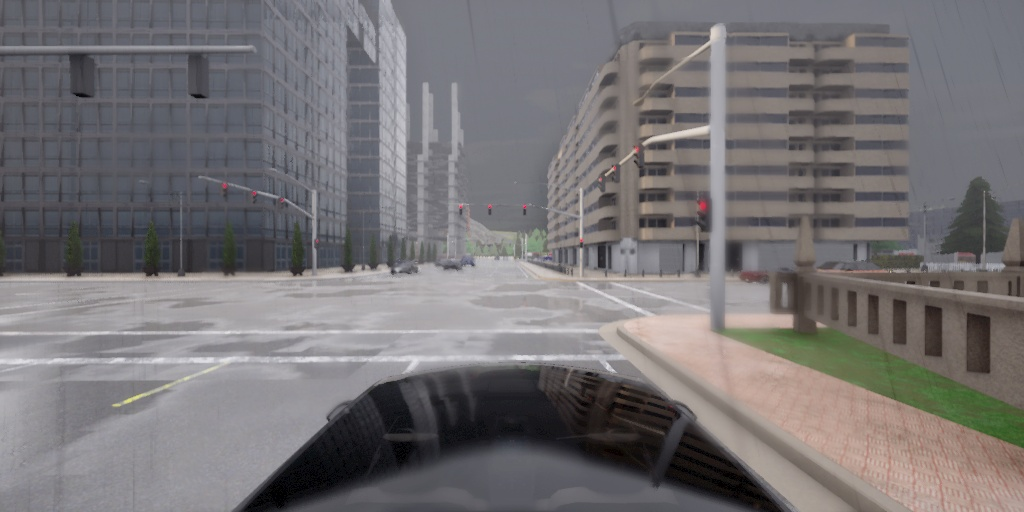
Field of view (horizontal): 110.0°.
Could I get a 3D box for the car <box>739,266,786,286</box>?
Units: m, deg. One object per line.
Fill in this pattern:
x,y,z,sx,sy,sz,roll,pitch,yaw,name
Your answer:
18.621,1.364,25.051,4.718,1.301,1.895,0,0,-1,car

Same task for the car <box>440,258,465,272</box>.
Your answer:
-7.540,1.275,45.856,1.895,1.301,4.718,0,0,0,car

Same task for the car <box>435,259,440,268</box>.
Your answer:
-11.085,1.162,57.570,1.837,1.490,4.892,0,0,-1,car

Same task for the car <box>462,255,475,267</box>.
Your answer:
-7.687,0.867,62.689,2.150,2.045,5.566,0,0,0,car

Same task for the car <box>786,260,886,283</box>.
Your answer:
19.691,1.122,21.566,4.553,1.767,2.097,0,0,-1,car

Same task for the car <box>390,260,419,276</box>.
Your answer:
-10.967,1.181,36.821,2.128,1.511,4.902,0,0,0,car
